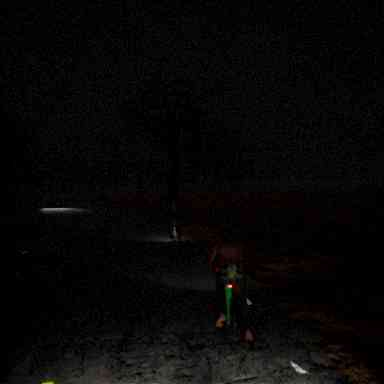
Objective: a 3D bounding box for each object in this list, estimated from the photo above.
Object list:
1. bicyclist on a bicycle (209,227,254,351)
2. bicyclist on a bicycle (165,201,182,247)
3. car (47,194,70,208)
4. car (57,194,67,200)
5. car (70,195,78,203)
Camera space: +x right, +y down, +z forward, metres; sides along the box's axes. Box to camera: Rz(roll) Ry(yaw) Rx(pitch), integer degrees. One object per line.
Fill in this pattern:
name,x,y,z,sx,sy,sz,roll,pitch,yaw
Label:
bicyclist on a bicycle,0.547,1.383,5.130,0.582,1.620,1.656,0,0,-1
bicyclist on a bicycle,-0.754,1.220,13.158,0.659,1.776,1.843,0,1,-9
car,-16.141,1.174,39.647,1.994,1.385,4.181,0,0,-26
car,-27.178,0.999,69.683,1.895,1.301,4.718,0,0,-19
car,-20.197,1.105,55.013,1.895,1.301,4.718,0,0,-26
